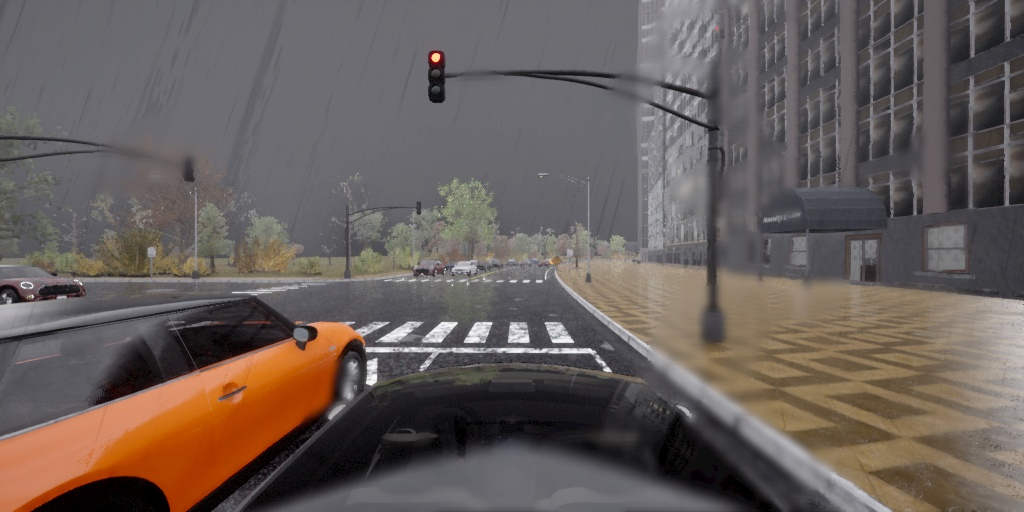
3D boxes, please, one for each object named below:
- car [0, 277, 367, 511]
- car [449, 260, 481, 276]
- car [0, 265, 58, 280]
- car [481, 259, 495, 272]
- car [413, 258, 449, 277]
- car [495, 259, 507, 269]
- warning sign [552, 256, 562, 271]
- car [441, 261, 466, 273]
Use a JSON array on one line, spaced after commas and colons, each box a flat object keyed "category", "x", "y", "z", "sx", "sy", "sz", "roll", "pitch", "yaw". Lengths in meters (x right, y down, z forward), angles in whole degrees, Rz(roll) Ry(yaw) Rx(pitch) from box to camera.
[{"category": "car", "x": -3.101, "y": 1.102, "z": 3.255, "sx": 2.097, "sy": 1.767, "sz": 4.553, "roll": 0, "pitch": 0, "yaw": 0}, {"category": "car", "x": -4.788, "y": 1.273, "z": 36.539, "sx": 1.812, "sy": 1.442, "sz": 4.674, "roll": 0, "pitch": 0, "yaw": 6}, {"category": "car", "x": -20.951, "y": 1.159, "z": 15.051, "sx": 4.553, "sy": 1.767, "sz": 2.097, "roll": 0, "pitch": 0, "yaw": 4}, {"category": "car", "x": -3.798, "y": 1.350, "z": 45.590, "sx": 1.895, "sy": 1.301, "sz": 4.718, "roll": 0, "pitch": 0, "yaw": 7}, {"category": "car", "x": -8.140, "y": 1.098, "z": 35.592, "sx": 2.097, "sy": 1.767, "sz": 4.553, "roll": 0, "pitch": 0, "yaw": 6}, {"category": "car", "x": -2.446, "y": 1.352, "z": 55.452, "sx": 1.895, "sy": 1.301, "sz": 4.718, "roll": 0, "pitch": 0, "yaw": 9}, {"category": "warning sign", "x": 5.507, "y": 0.868, "z": 44.175, "sx": 1.300, "sy": 1.860, "sz": 1.060, "roll": 0, "pitch": 0, "yaw": 7}, {"category": "car", "x": -7.192, "y": 1.348, "z": 44.528, "sx": 1.895, "sy": 1.301, "sz": 4.718, "roll": 0, "pitch": 0, "yaw": 7}]
